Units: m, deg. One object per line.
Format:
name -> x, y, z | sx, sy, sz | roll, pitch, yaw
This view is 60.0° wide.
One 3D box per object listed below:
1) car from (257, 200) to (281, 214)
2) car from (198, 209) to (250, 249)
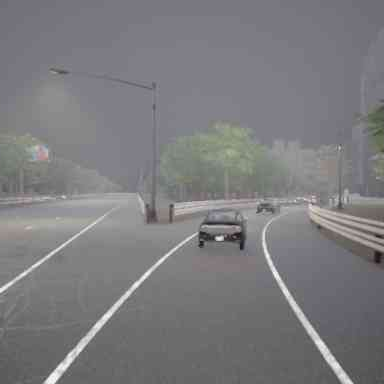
car -> 8.287, 1.593, 35.580 | 1.837, 1.490, 4.892 | 0, -1, 25
car -> 1.478, 1.503, 14.634 | 2.128, 1.511, 4.902 | 0, 0, 11
